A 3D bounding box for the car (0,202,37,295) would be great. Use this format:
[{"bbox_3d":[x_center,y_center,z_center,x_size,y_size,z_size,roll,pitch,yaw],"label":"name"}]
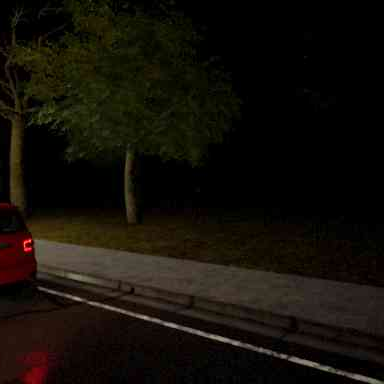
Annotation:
[{"bbox_3d":[-5.769,1.219,7.406,5.566,2.045,2.150,0,0,34],"label":"car"}]
